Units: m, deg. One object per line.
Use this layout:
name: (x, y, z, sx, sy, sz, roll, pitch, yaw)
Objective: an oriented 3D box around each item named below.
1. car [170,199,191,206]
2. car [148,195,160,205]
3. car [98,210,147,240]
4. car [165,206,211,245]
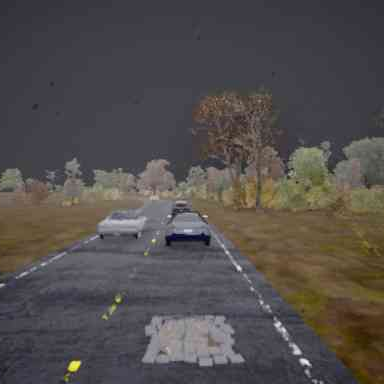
car: (-1.147, 1.516, 33.483, 1.837, 1.490, 4.892, 0, 0, -4)
car: (-6.674, 1.320, 58.834, 1.882, 1.535, 5.008, 0, 0, -7)
car: (-3.467, 1.608, 17.289, 1.895, 1.301, 4.718, 0, 0, -2)
car: (-0.222, 1.567, 15.703, 1.994, 1.385, 4.181, 0, 0, -2)
